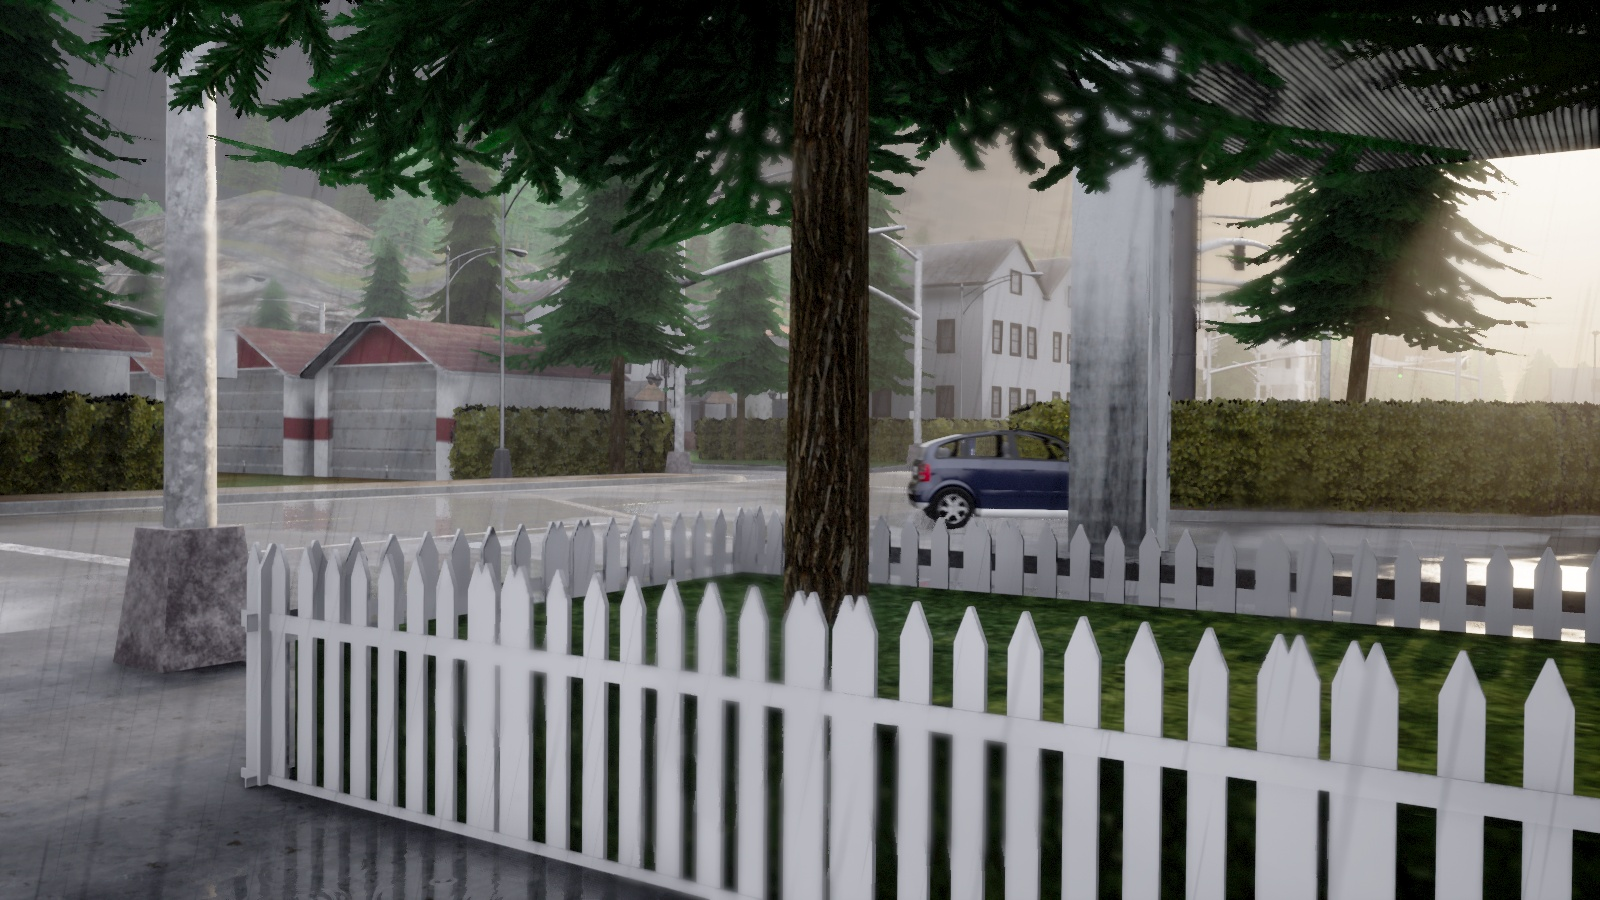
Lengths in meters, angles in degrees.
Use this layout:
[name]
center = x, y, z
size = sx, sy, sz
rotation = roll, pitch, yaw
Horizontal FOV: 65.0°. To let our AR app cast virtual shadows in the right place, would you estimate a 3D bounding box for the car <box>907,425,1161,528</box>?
[car]
center = 3.644, 0.398, 20.045
size = 3.705, 1.549, 1.789
rotation = 0, 1, 0
